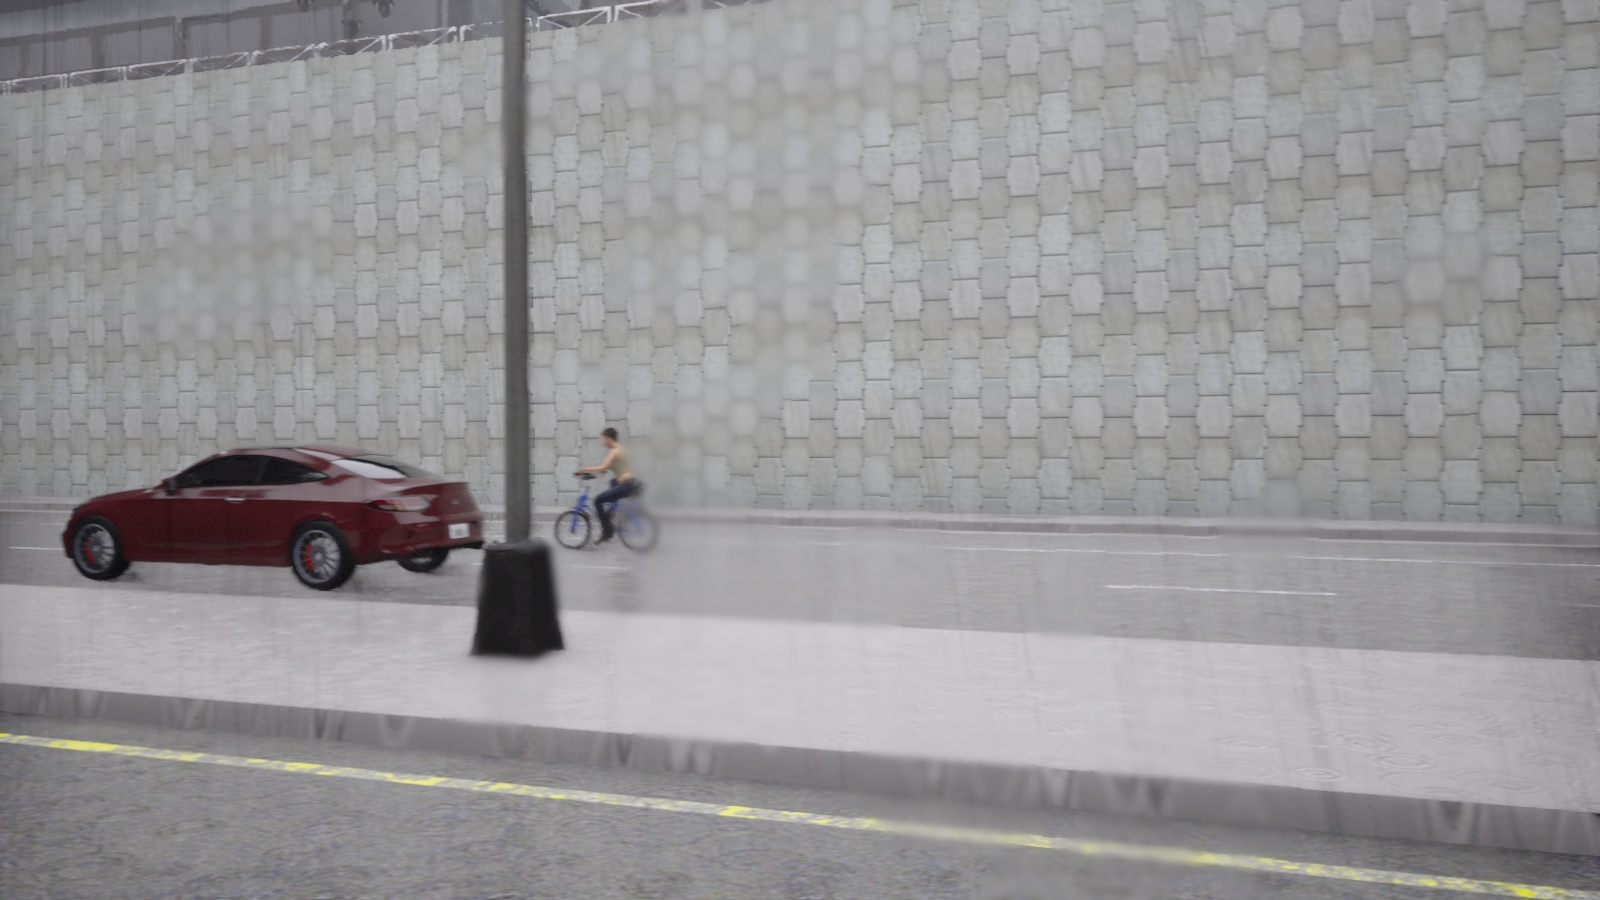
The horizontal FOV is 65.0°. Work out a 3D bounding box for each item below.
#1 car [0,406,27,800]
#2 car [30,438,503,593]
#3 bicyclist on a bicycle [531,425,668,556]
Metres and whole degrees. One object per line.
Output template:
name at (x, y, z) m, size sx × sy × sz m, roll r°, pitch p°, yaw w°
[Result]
car at (-5.428, 0.623, 5.018) m, size 3.988 × 1.617 × 1.851 m, roll 1°, pitch 1°, yaw 19°
car at (-5.739, 0.612, 13.565) m, size 4.674 × 1.442 × 1.812 m, roll 1°, pitch 1°, yaw 19°
bicyclist on a bicycle at (-2.578, 0.493, 16.187) m, size 1.509 × 1.612 × 0.866 m, roll 1°, pitch 1°, yaw 19°
